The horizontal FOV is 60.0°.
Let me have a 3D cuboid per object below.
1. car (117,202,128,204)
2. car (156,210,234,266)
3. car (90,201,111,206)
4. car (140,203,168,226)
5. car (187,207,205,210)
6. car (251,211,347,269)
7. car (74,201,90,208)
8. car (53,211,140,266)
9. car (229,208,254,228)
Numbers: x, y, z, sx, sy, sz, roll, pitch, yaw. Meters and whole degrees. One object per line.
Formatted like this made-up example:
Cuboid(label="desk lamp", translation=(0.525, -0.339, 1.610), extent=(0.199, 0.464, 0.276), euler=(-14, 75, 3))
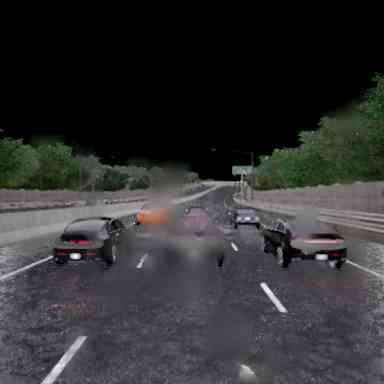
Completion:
Cuboid(label="car", translation=(-12.427, 2.393, 59.377), extent=(1.895, 1.301, 4.718), euler=(0, -1, 4))
Cuboid(label="car", translation=(0.138, 1.635, 12.107), extent=(2.128, 1.511, 4.902), euler=(0, -1, 1))
Cuboid(label="car", translation=(-15.926, 2.283, 59.519), extent=(2.128, 1.511, 4.902), euler=(0, -1, 4))
Cuboid(label="car", translation=(-3.084, 1.699, 26.992), extent=(2.097, 1.767, 4.553), euler=(0, -1, 2))
Cuboid(label="car", translation=(0.425, 1.917, 27.182), extent=(1.994, 1.385, 4.181), euler=(0, -1, 2))
Cuboid(label="car", translation=(3.628, 1.627, 11.596), extent=(2.128, 1.511, 4.902), euler=(0, -1, 1))
Cuboid(label="car", translation=(-19.421, 2.314, 59.600), extent=(1.812, 1.442, 4.674), euler=(0, -1, 4))
Cuboid(label="car", translation=(-3.361, 1.648, 12.164), extent=(1.837, 1.490, 4.892), euler=(0, 0, 1))
Cuboid(label="car", translation=(3.843, 1.868, 24.814), extent=(2.033, 1.411, 5.357), euler=(0, -1, 2))
